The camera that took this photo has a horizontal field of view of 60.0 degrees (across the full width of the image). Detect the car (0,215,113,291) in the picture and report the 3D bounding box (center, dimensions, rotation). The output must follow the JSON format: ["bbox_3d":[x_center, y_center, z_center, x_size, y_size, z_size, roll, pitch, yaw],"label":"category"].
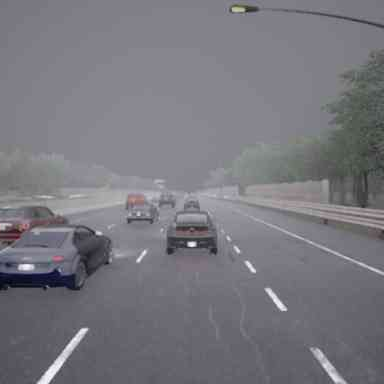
[{"bbox_3d":[-3.500,1.558,9.035,1.994,1.385,4.181,0,0,0],"label":"car"}]

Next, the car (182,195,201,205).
[{"bbox_3d":[0.003,1.433,40.533,1.837,1.490,4.892,0,0,0],"label":"car"}]

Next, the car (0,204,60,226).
[{"bbox_3d":[-6.998,1.339,14.382,2.097,1.767,4.553,0,0,0],"label":"car"}]

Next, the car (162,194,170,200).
[{"bbox_3d":[-6.993,1.328,89.666,1.994,1.385,4.181,0,0,0],"label":"car"}]

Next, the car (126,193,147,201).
[{"bbox_3d":[-6.996,1.142,42.390,2.150,2.045,5.566,0,0,0],"label":"car"}]

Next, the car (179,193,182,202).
[{"bbox_3d":[-3.494,1.362,67.512,1.812,1.442,4.674,0,0,0],"label":"car"}]

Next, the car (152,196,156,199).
[{"bbox_3d":[-6.995,1.400,67.501,1.994,1.385,4.181,0,0,0],"label":"car"}]

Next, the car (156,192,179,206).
[{"bbox_3d":[-3.496,1.123,47.787,2.150,2.045,5.566,0,0,0],"label":"car"}]

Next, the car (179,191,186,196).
[{"bbox_3d":[-3.493,0.996,91.717,2.150,2.045,5.566,0,0,0],"label":"car"}]

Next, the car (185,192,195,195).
[{"bbox_3d":[0.004,1.328,67.521,2.128,1.511,4.902,0,0,0],"label":"car"}]

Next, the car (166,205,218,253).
[{"bbox_3d":[-0.001,1.496,13.547,1.837,1.490,4.892,0,0,0],"label":"car"}]

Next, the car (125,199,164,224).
[{"bbox_3d":[-3.497,1.518,24.334,2.033,1.411,5.357,0,0,0],"label":"car"}]
